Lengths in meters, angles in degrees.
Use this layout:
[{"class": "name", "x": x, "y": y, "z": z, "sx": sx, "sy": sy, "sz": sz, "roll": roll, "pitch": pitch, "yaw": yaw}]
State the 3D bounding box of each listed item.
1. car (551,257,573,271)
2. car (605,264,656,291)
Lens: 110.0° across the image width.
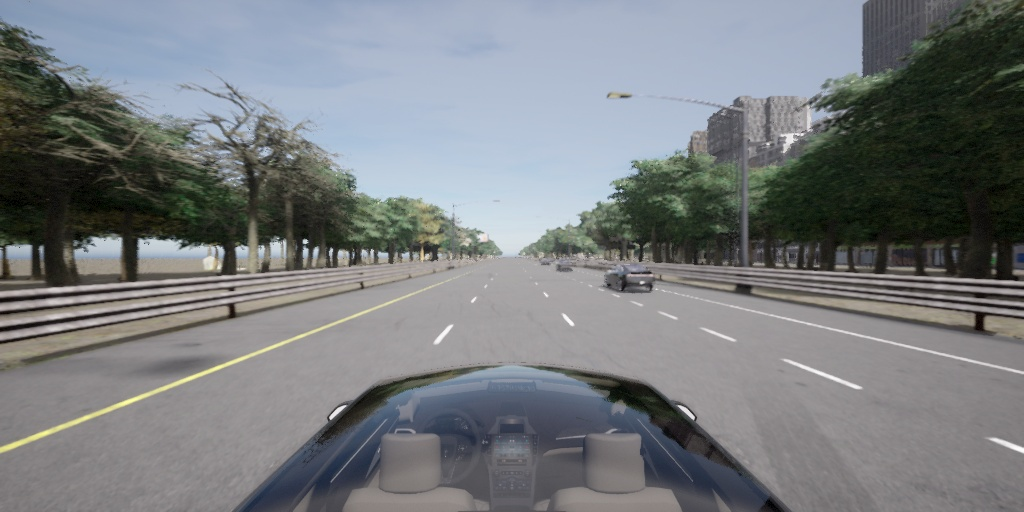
[{"class": "car", "x": 7.041, "y": 1.254, "z": 48.790, "sx": 2.128, "sy": 1.511, "sz": 4.902, "roll": 0, "pitch": 0, "yaw": 0}, {"class": "car", "x": 7.013, "y": 1.249, "z": 21.765, "sx": 2.128, "sy": 1.511, "sz": 4.902, "roll": 0, "pitch": 0, "yaw": 0}]
